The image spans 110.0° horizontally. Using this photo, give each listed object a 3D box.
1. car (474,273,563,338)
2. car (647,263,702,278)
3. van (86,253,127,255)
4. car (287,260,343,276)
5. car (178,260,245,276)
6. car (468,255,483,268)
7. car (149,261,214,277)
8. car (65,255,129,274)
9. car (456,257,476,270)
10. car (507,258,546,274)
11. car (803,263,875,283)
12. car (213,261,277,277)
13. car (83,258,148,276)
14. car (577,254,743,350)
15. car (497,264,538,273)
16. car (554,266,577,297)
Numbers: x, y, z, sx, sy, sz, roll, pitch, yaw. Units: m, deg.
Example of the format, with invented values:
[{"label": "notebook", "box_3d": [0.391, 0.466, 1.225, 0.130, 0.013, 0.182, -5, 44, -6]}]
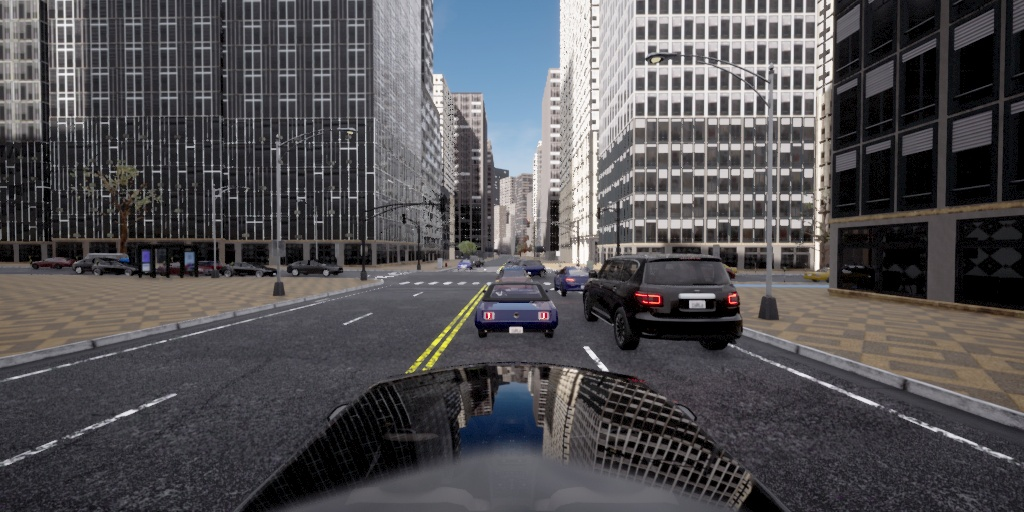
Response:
[{"label": "car", "box_3d": [0.093, 1.347, 10.137, 1.895, 1.301, 4.718, 0, 0, 0]}, {"label": "car", "box_3d": [16.447, 1.462, 36.401, 4.718, 1.301, 1.895, 1, 1, 1]}, {"label": "van", "box_3d": [-45.325, 0.603, 40.060, 3.998, 1.789, 1.690, 0, 0, 1]}, {"label": "car", "box_3d": [-18.470, 1.106, 33.738, 4.892, 1.490, 1.837, 1, 1, 1]}, {"label": "car", "box_3d": [-28.351, 1.112, 33.931, 4.718, 1.301, 1.895, 1, 1, 1]}, {"label": "car", "box_3d": [-6.632, 0.922, 61.125, 2.150, 2.045, 5.566, 0, 0, 0]}, {"label": "car", "box_3d": [-28.445, 1.137, 31.243, 4.207, 1.307, 1.802, 0, 0, 1]}, {"label": "car", "box_3d": [-38.789, 0.921, 34.139, 4.892, 1.490, 1.837, 1, 1, 1]}, {"label": "car", "box_3d": [-6.638, 1.239, 51.162, 1.812, 1.442, 4.674, 0, 0, -2]}, {"label": "car", "box_3d": [0.959, 1.136, 33.104, 4.553, 1.767, 2.097, 0, 1, -37]}, {"label": "car", "box_3d": [27.613, 1.577, 30.440, 4.829, 1.417, 1.751, 0, 0, 1]}, {"label": "car", "box_3d": [-22.761, 1.172, 31.115, 4.313, 1.339, 1.948, 0, 0, 1]}, {"label": "car", "box_3d": [-34.126, 1.068, 31.410, 4.313, 1.339, 1.948, 0, 0, 1]}, {"label": "car", "box_3d": [3.343, 0.968, 9.175, 2.150, 2.045, 5.566, 0, 0, 0]}, {"label": "car", "box_3d": [0.085, 1.304, 18.874, 1.994, 1.385, 4.181, 0, 0, 0]}, {"label": "car", "box_3d": [3.333, 1.266, 18.867, 1.812, 1.442, 4.674, 0, 0, 0]}]
